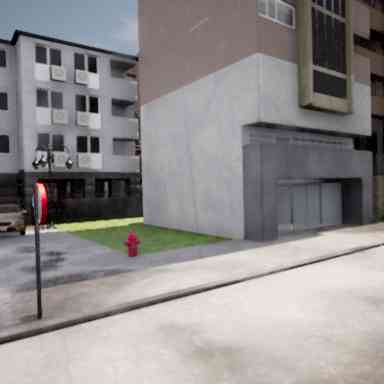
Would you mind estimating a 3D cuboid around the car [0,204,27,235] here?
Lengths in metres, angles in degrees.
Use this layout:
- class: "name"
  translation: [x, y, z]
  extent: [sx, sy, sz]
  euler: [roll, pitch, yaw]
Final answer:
- class: "car"
  translation: [-9.326, 1.351, 16.792]
  extent: [1.816, 1.474, 4.193]
  euler: [-2, 1, -25]
